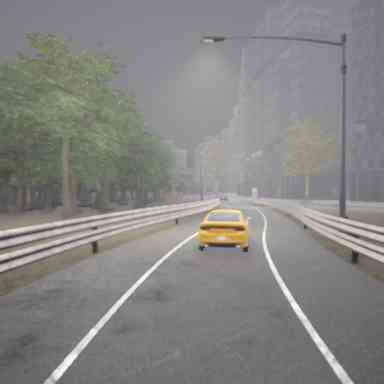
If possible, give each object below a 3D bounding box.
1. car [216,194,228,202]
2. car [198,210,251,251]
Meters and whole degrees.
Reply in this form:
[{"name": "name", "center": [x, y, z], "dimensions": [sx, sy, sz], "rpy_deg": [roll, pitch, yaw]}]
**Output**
[{"name": "car", "center": [6.831, 1.295, 76.387], "dimensions": [2.097, 1.767, 4.553], "rpy_deg": [0, 0, -7]}, {"name": "car", "center": [1.479, 1.483, 14.246], "dimensions": [1.882, 1.535, 5.008], "rpy_deg": [0, 0, 10]}]
